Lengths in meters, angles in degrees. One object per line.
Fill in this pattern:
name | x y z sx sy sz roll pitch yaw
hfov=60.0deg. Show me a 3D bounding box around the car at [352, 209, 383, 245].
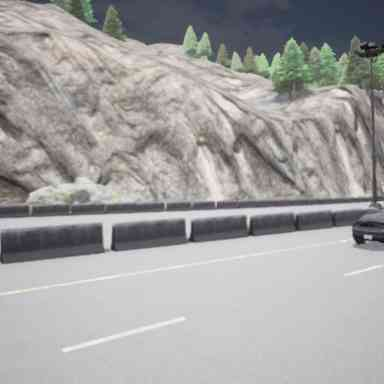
car | 8.820 1.508 14.344 4.892 1.490 1.837 0 0 -36
